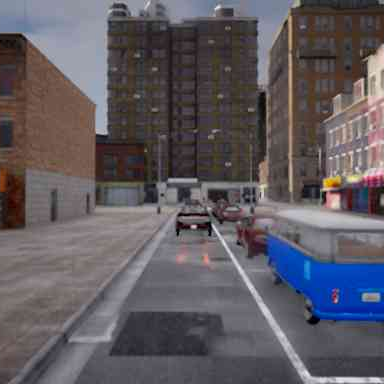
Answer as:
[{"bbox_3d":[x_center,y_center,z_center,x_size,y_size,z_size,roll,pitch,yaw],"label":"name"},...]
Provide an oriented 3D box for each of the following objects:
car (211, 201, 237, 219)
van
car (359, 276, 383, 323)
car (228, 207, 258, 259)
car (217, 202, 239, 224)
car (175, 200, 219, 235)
[{"bbox_3d":[2.630,1.483,28.516,1.802,1.307,4.206,1,0,0],"label":"car"},{"bbox_3d":[2.652,1.310,6.762,1.690,1.788,3.998,1,0,0],"label":"van"},{"bbox_3d":[2.652,1.575,1.325,1.802,1.307,4.206,1,0,0],"label":"car"},{"bbox_3d":[2.644,1.493,12.200,1.887,1.381,4.507,1,0,0],"label":"car"},{"bbox_3d":[2.634,1.498,23.077,1.802,1.307,4.206,1,0,0],"label":"car"},{"bbox_3d":[0.087,1.422,18.167,2.128,1.511,4.902,0,0,0],"label":"car"}]
